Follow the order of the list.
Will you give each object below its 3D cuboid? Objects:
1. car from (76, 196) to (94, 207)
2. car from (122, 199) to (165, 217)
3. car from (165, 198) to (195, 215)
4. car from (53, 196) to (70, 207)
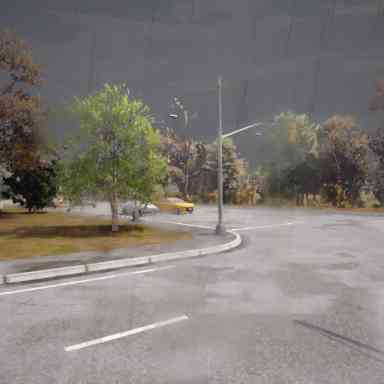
[{"bbox_3d":[-16.423,1.412,50.478,2.128,1.511,4.902,-1,0,-38],"label":"car"},{"bbox_3d":[-4.759,1.403,30.285,1.812,1.442,4.674,-1,1,-38],"label":"car"},{"bbox_3d":[-1.721,1.311,32.084,1.882,1.535,5.008,-1,1,-38],"label":"car"},{"bbox_3d":[-19.526,1.319,48.755,2.097,1.767,4.553,-1,0,-38],"label":"car"}]
